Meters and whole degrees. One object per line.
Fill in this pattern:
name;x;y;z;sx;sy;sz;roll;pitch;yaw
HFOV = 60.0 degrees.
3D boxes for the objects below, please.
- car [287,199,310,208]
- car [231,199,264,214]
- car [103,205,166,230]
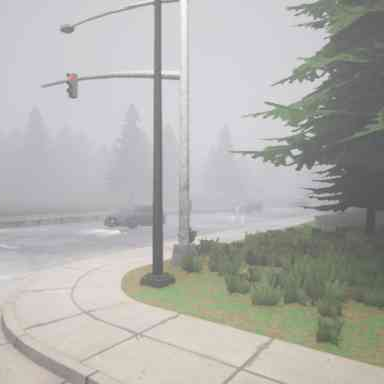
car;15.157;1.593;47.345;1.895;1.301;4.718;0;0;37
car;5.810;1.463;34.576;2.128;1.511;4.902;0;0;35
car;-3.536;1.535;21.110;1.994;1.385;4.181;0;0;35
